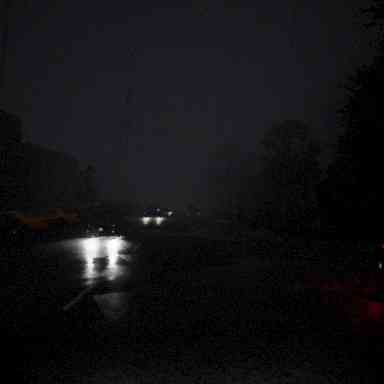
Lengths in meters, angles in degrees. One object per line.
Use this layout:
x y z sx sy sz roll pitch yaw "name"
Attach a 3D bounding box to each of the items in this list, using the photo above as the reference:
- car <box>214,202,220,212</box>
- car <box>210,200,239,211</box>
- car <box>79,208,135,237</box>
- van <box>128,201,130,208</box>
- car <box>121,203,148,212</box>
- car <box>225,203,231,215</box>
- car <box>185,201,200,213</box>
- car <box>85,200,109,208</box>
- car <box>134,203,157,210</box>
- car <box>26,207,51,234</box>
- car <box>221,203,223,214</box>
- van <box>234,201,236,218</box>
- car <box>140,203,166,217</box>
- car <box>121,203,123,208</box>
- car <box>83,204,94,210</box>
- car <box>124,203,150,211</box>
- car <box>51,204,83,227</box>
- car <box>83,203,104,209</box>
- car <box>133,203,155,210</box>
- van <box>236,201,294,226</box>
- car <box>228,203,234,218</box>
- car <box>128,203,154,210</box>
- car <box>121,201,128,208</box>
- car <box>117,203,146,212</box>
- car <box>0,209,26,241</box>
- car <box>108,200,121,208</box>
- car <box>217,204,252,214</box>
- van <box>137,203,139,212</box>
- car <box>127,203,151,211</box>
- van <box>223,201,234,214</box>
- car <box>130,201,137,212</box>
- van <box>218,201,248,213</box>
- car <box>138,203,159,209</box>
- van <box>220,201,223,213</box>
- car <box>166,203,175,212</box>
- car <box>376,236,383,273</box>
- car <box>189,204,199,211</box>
6.467 2.528 49.026 5.366 1.575 1.946 1 -1 -20 "car"
6.748 2.839 69.686 5.566 2.045 2.435 1 -1 -20 "car"
-5.035 1.912 20.323 1.994 1.385 4.181 0 -1 0 "car"
-11.301 2.211 46.277 4.442 1.987 1.878 0 -1 -20 "van"
-11.053 2.935 63.921 4.792 1.488 2.163 0 -2 -20 "car"
6.570 2.282 37.314 4.674 1.452 2.002 1 -1 -20 "car"
0.290 2.588 56.517 2.097 1.767 4.553 0 -2 0 "car"
-11.298 2.023 34.585 4.553 1.767 2.185 0 -2 -20 "car"
-10.997 3.309 78.574 4.892 1.521 2.231 0 -2 -20 "car"
-11.531 1.813 19.863 5.366 1.575 1.946 0 -1 -20 "car"
6.600 2.425 43.206 4.674 1.452 2.002 1 -2 -20 "car"
6.642 1.881 31.479 4.442 1.987 1.878 1 -2 -20 "van"
-4.886 2.204 42.009 2.097 1.767 4.553 0 -1 1 "car"
-11.229 2.330 40.451 4.674 1.452 2.002 0 -2 -20 "car"
-11.268 2.042 28.725 4.792 1.488 2.163 0 -2 -19 "car"
-11.073 2.987 66.847 4.892 1.521 2.231 0 -2 -20 "car"
-11.493 1.944 25.723 5.366 1.575 1.946 0 -1 -20 "car"
-11.274 2.081 31.651 4.892 1.521 2.231 0 -1 -20 "car"
-11.010 3.267 75.641 4.674 1.452 2.002 0 -2 -20 "car"
6.406 1.808 28.449 4.442 1.987 1.878 1 -1 -20 "van"
6.554 2.211 34.369 4.674 1.452 2.002 1 -1 -20 "car"
-11.198 3.144 72.641 5.366 1.575 1.946 0 -1 -20 "car"
-11.181 2.236 43.392 4.553 1.767 2.185 0 -1 -20 "car"
-11.105 2.826 60.976 4.892 1.521 2.231 0 -2 -20 "car"
-11.398 1.779 16.979 4.792 1.488 2.163 0 -1 -20 "car"
-11.274 1.968 37.510 5.566 2.045 2.435 0 -1 -20 "car"
6.652 2.612 52.034 4.892 1.521 2.231 1 -2 -20 "car"
-11.049 2.362 52.229 4.442 1.987 1.878 0 -2 -20 "van"
-11.046 3.106 69.775 4.674 1.452 2.002 0 -2 -20 "car"
6.482 2.085 40.221 4.442 1.987 1.878 1 -1 -20 "van"
-11.166 2.511 49.246 5.008 1.535 2.097 0 -1 -20 "car"
6.787 2.467 55.027 4.442 1.987 1.878 1 -2 -20 "van"
-10.950 3.470 84.435 4.892 1.521 2.231 0 -1 -20 "car"
6.735 2.237 46.194 4.442 1.987 1.878 1 -2 -20 "van"
-4.684 2.863 60.781 1.882 1.535 5.008 0 -2 0 "car"
6.615 1.295 6.891 4.892 1.490 1.837 -3 -1 18 "car"
0.353 3.082 66.580 1.994 1.385 4.181 0 -2 0 "car"
